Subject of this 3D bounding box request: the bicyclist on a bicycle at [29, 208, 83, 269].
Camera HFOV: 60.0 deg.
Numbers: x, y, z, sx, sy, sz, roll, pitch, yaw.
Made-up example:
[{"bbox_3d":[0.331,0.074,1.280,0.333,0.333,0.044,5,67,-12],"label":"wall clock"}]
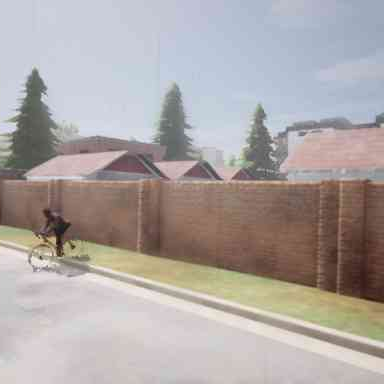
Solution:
[{"bbox_3d":[-3.828,1.231,9.333,0.582,1.620,1.656,2,10,38],"label":"bicyclist on a bicycle"}]
